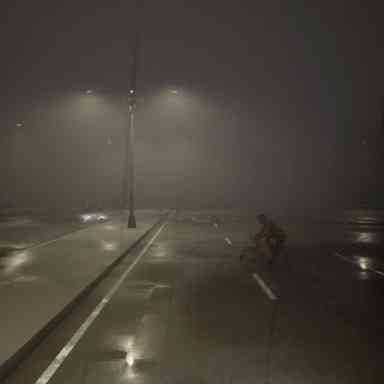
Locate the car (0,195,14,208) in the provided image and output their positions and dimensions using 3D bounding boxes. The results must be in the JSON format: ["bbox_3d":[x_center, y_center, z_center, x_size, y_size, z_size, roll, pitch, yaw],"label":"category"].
[{"bbox_3d":[-27.609,1.352,46.319,4.553,1.767,2.097,0,0,0],"label":"car"}]

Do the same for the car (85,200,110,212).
[{"bbox_3d":[-10.905,1.601,38.098,1.895,1.301,4.718,0,0,-8],"label":"car"}]

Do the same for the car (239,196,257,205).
[{"bbox_3d":[8.646,1.491,56.987,4.902,1.511,2.128,0,0,-2],"label":"car"}]

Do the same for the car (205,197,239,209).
[{"bbox_3d":[3.810,1.563,45.723,4.181,1.385,1.994,0,0,-31],"label":"car"}]

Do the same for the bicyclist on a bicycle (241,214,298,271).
[{"bbox_3d":[2.183,1.455,9.487,1.656,1.620,0.582,-2,0,-2],"label":"bicyclist on a bicycle"}]

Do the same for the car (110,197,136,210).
[{"bbox_3d":[-9.242,1.505,43.674,1.837,1.490,4.892,5,-3,-43],"label":"car"}]

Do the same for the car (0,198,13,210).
[{"bbox_3d":[-25.689,1.477,42.822,5.008,1.535,1.882,0,0,0],"label":"car"}]
